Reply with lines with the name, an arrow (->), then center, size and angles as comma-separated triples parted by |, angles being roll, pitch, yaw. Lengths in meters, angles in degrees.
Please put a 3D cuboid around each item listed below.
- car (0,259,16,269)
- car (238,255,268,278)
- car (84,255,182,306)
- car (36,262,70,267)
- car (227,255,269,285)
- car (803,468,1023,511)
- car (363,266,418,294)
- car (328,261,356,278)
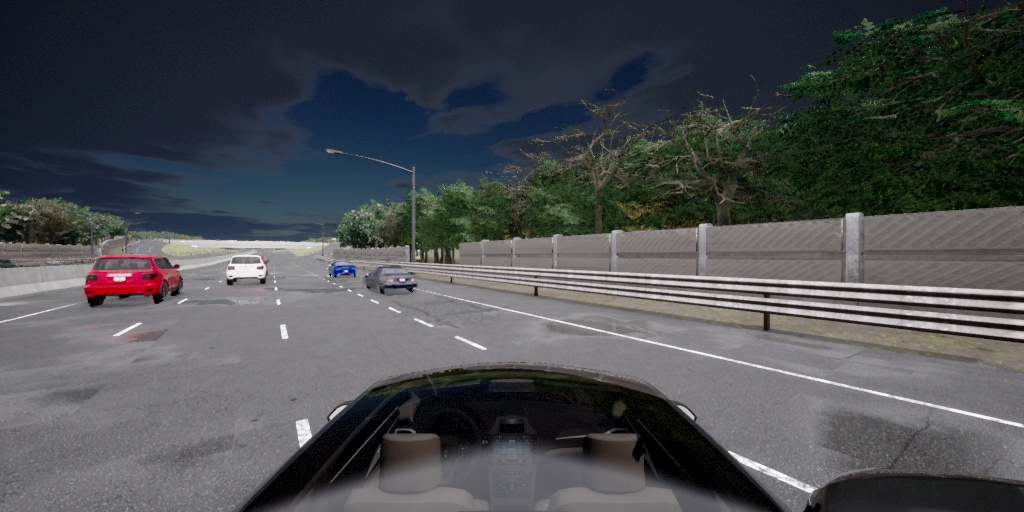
car -> -50.126, 1.059, 34.258 | 2.097, 1.767, 4.553 | 0, 0, -33
car -> -25.263, 0.946, 35.136 | 2.150, 2.045, 5.566 | 0, 0, -34
car -> -16.731, 0.967, 16.129 | 2.150, 2.045, 5.566 | 0, 0, -34
car -> -48.121, 1.307, 37.562 | 1.895, 1.301, 4.718 | 0, 0, -33
car -> -19.272, 0.957, 26.181 | 2.150, 2.045, 5.566 | 0, 0, -34
car -> 2.986, 1.315, 0.431 | 4.181, 1.385, 1.994 | 0, 0, 34
car -> -7.082, 1.292, 20.596 | 2.033, 1.411, 5.357 | 0, 0, -34
car -> -16.325, 1.209, 34.356 | 1.882, 1.535, 5.008 | 0, 0, -34
